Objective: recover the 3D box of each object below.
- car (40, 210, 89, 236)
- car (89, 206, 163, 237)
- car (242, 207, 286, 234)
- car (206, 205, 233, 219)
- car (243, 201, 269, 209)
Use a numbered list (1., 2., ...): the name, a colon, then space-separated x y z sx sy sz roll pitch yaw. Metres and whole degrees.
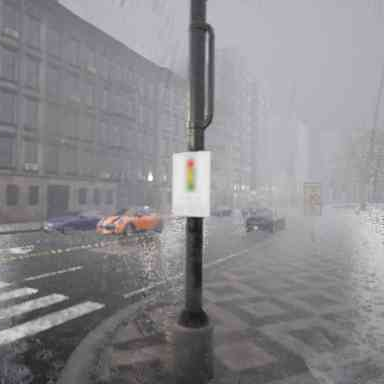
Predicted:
1. car: -7.234 1.852 21.096 1.812 1.442 4.674 0 -1 29
2. car: -3.755 1.722 20.676 2.097 1.767 4.553 0 -1 29
3. car: 5.227 2.082 23.332 1.837 1.490 4.892 0 -1 29
4. car: 3.375 2.349 40.381 1.882 1.535 5.008 0 -1 29
5. car: 8.190 2.207 42.349 2.150 2.045 5.566 0 -2 29
